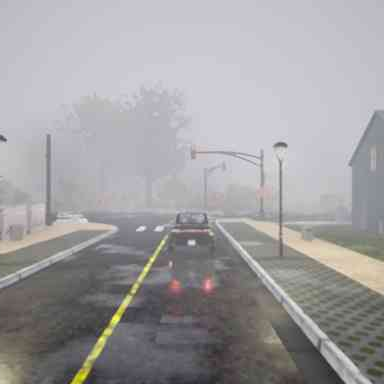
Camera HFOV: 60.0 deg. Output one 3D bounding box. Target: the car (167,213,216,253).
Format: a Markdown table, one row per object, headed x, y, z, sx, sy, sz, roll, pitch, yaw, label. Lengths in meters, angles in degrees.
| x | y | z | sx | sy | sz | roll | pitch | yaw | label |
| --- | --- | --- | --- | --- | --- | --- | --- | --- | --- |
| -0.006 | 1.626 | 14.285 | 2.128 | 1.511 | 4.902 | 0 | 0 | 0 | car |
